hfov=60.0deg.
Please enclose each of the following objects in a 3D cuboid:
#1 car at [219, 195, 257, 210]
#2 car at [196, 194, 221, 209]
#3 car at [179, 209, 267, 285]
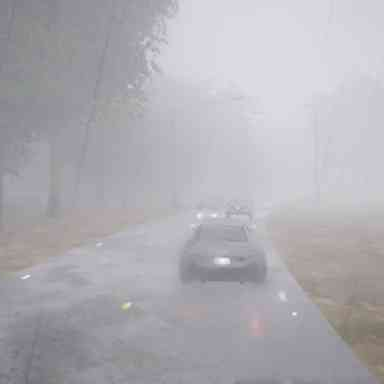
[{"bbox_3d":[3.565,1.027,23.862,2.033,1.411,5.357,0,1,15],"label":"car"},{"bbox_3d":[1.922,0.895,29.785,2.033,1.411,5.357,0,2,18],"label":"car"},{"bbox_3d":[0.842,1.379,8.990,1.994,1.385,4.181,0,1,6],"label":"car"}]
